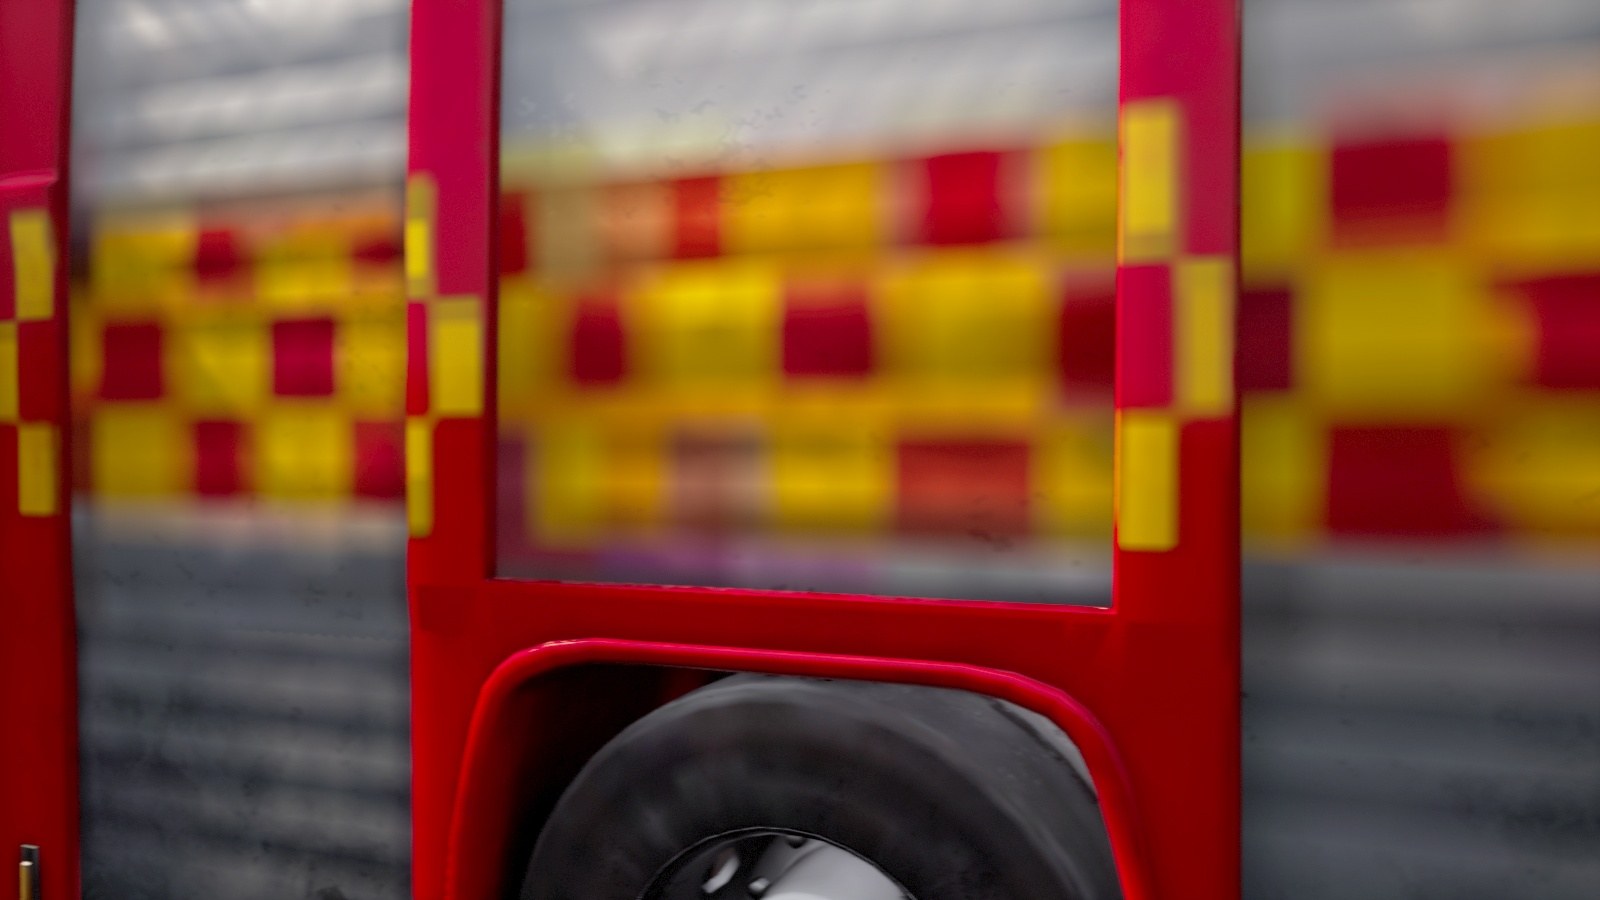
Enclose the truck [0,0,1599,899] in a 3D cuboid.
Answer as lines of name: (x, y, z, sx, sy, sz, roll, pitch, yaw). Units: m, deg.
truck: (-2.060, -0.416, 4.369, 8.468, 3.827, 2.891, 1, 1, 22)
